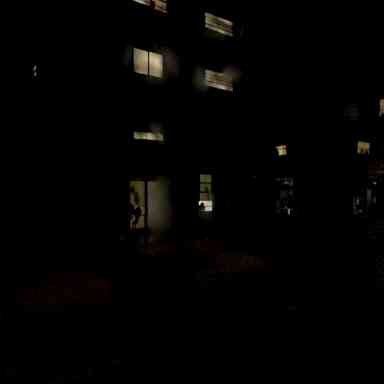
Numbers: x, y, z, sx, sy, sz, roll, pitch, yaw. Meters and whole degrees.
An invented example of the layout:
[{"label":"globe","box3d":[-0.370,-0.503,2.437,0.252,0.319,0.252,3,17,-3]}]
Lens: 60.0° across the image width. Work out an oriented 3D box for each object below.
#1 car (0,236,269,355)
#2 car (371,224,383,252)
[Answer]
[{"label":"car","box3d":[-0.697,1.525,6.060,4.829,1.417,1.752,0,0,-35]},{"label":"car","box3d":[8.451,1.548,12.556,4.403,1.369,2.008,0,0,-35]}]
